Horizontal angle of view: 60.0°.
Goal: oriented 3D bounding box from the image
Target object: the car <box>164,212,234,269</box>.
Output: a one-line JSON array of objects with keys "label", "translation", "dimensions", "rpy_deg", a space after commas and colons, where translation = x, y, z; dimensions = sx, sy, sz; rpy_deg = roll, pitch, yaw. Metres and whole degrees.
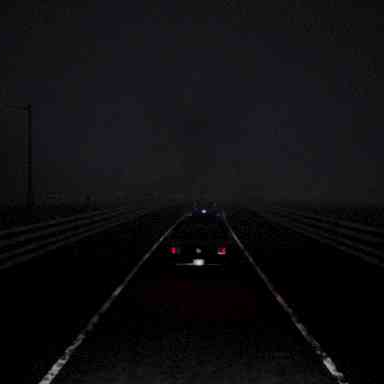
[{"label": "car", "translation": [0.260, 1.565, 10.995], "dimensions": [1.895, 1.301, 4.718], "rpy_deg": [0, 0, 2]}]

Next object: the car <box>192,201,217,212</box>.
[{"label": "car", "translation": [1.081, 1.473, 27.923], "dimensions": [1.994, 1.385, 4.181], "rpy_deg": [0, 0, 4]}]
